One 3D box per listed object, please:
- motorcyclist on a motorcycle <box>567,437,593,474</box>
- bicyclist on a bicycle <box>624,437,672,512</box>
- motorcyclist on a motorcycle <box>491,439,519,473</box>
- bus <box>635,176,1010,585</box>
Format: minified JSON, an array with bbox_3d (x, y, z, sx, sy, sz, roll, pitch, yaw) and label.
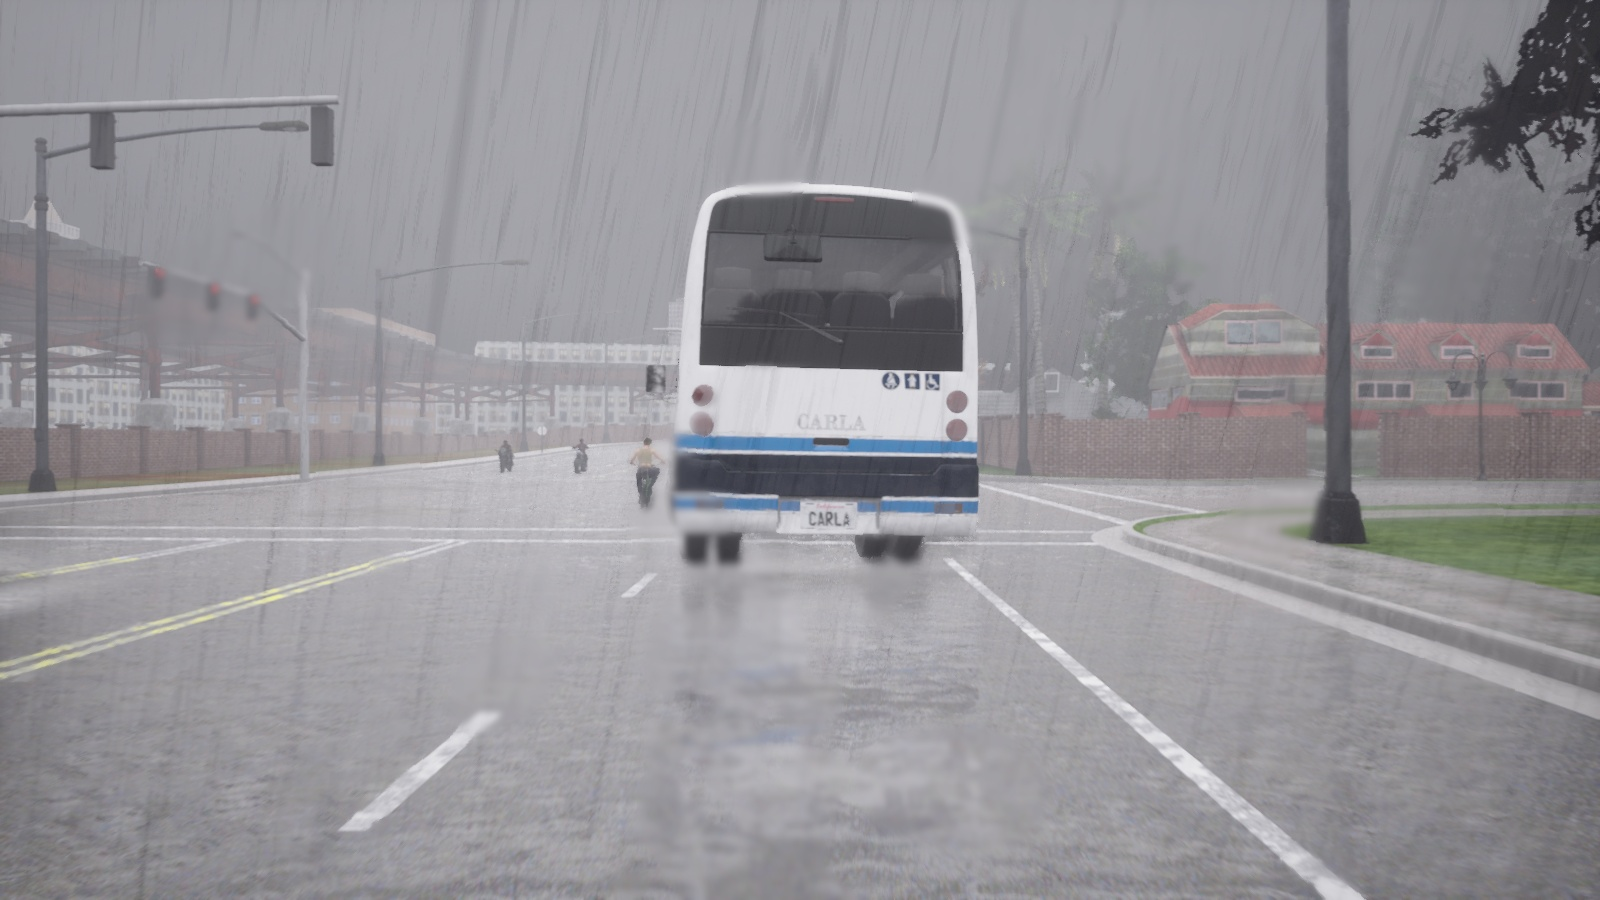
[{"bbox_3d":[-10.202,0.246,58.349,0.766,1.649,2.350,0,1,0],"label":"motorcyclist on a motorcycle"},{"bbox_3d":[-3.344,0.526,27.729,0.866,1.612,1.509,0,0,0],"label":"bicyclist on a bicycle"},{"bbox_3d":[-13.702,0.277,58.431,0.797,1.523,2.044,0,1,0],"label":"motorcyclist on a motorcycle"},{"bbox_3d":[-0.290,-0.732,18.485,3.944,4.253,10.273,1,0,-6],"label":"bus"}]
